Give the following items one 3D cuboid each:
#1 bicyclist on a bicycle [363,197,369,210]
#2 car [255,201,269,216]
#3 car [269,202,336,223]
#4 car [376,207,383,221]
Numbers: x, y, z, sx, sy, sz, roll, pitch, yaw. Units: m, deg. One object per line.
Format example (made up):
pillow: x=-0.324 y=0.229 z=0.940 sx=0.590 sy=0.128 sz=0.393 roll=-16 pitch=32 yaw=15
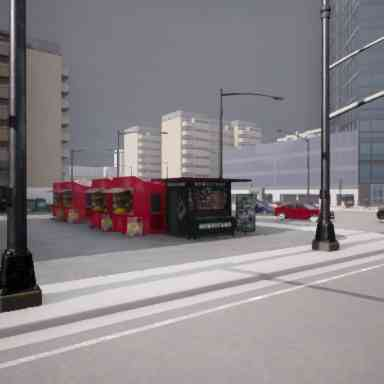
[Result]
bicyclist on a bicycle: x=22.211 y=1.465 z=42.457 sx=1.656 sy=1.620 sz=0.582 roll=0 pitch=0 yaw=-36
car: x=7.085 y=1.730 z=35.247 sx=1.812 sy=1.442 sz=4.674 roll=0 pitch=-1 yaw=-36
car: x=8.962 y=1.587 z=26.707 sx=1.882 sy=1.535 sz=5.008 roll=0 pitch=0 yaw=-36
car: x=15.688 y=1.557 z=23.398 sx=1.837 sy=1.490 sz=4.892 roll=0 pitch=0 yaw=-36
